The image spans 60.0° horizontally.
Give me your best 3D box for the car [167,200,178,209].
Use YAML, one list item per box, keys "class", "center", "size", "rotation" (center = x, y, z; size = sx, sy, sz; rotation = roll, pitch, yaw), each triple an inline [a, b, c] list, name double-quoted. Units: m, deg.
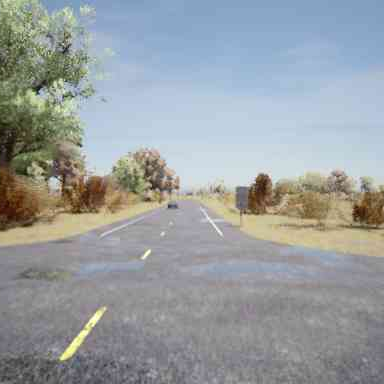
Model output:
- class: "car"
  center: [-3.505, 2.284, 60.914]
  size: [1.882, 1.535, 5.008]
  rotation: [0, -1, 0]
